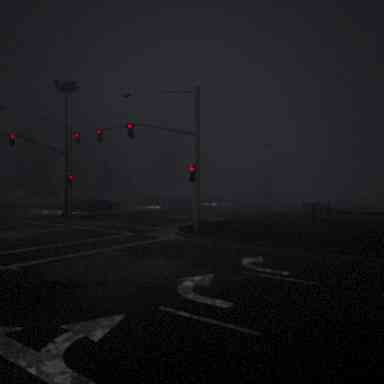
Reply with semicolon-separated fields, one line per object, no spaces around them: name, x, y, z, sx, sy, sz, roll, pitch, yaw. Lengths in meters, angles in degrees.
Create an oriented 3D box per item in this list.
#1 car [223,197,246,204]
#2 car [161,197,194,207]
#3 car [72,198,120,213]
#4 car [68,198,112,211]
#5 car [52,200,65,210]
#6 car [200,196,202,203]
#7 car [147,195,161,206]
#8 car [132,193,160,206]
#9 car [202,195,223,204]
car;8.647;1.607;65.281;1.895;1.301;4.718;0;0;36
car;-1.939;1.498;50.262;2.128;1.511;4.902;0;0;35
car;-10.632;1.554;37.790;2.033;1.411;5.357;0;0;35
car;-12.552;1.499;41.153;2.128;1.511;4.902;0;0;35
car;-15.636;1.533;42.855;1.812;1.442;4.674;0;0;35
car;1.985;1.533;67.964;1.812;1.442;4.674;0;0;35
car;-4.215;1.555;53.119;2.033;1.411;5.357;0;0;35
car;-7.341;1.227;54.732;2.150;2.045;5.566;0;0;34
car;4.687;1.359;65.754;2.097;1.767;4.553;0;0;36
